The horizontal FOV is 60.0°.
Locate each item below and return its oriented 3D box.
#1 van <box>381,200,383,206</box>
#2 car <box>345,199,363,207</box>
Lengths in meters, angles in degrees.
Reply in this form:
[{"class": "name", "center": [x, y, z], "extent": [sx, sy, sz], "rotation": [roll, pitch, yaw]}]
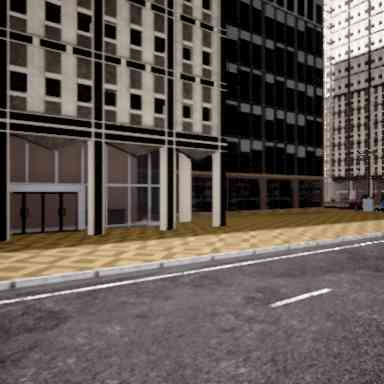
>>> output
[{"class": "van", "center": [30.129, 1.616, 48.887], "extent": [1.690, 1.788, 3.998], "rotation": [0, 0, -34]}, {"class": "car", "center": [26.950, 1.795, 53.423], "extent": [1.887, 1.381, 4.507], "rotation": [0, 0, -34]}]
